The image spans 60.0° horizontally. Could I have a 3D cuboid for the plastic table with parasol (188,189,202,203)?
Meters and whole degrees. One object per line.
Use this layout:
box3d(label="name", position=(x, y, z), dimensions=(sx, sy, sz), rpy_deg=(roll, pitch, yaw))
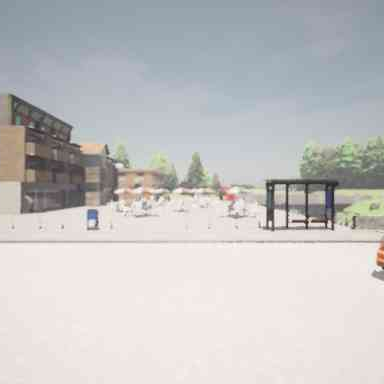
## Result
box3d(label="plastic table with parasol", position=(0.556, 0.690, 60.199), dimensions=(2.482, 2.480, 2.482), rpy_deg=(0, 0, 0))

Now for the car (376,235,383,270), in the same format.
box3d(label="car", position=(7.093, 1.310, 8.150), dimensions=(4.553, 1.767, 2.097), rpy_deg=(0, 1, -9))

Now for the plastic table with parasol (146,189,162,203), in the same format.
box3d(label="plastic table with parasol", position=(-6.728, 0.705, 58.924), dimensions=(2.482, 2.480, 2.482), rpy_deg=(0, 0, 0))
